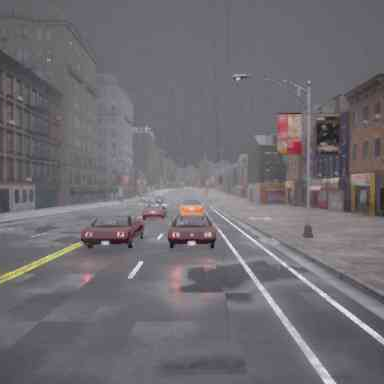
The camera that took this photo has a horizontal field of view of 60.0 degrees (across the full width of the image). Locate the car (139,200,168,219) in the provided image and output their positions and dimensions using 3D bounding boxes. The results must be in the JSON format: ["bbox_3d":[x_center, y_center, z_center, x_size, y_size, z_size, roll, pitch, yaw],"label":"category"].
[{"bbox_3d":[-3.250,1.656,29.658,1.994,1.385,4.181,0,0,0],"label":"car"}]

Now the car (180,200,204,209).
[{"bbox_3d":[0.000,1.450,29.628,2.097,1.767,4.553,0,0,0],"label":"car"}]

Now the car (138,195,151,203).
[{"bbox_3d":[-9.750,1.400,68.559,2.097,1.767,4.553,0,0,0],"label":"car"}]

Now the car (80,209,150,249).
[{"bbox_3d":[-3.250,1.637,14.684,1.895,1.301,4.718,0,0,0],"label":"car"}]

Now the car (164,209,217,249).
[{"bbox_3d":[0.000,1.637,14.684,1.895,1.301,4.718,0,0,0],"label":"car"}]

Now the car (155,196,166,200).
[{"bbox_3d":[-6.501,1.609,68.591,2.128,1.511,4.902,0,0,0],"label":"car"}]
